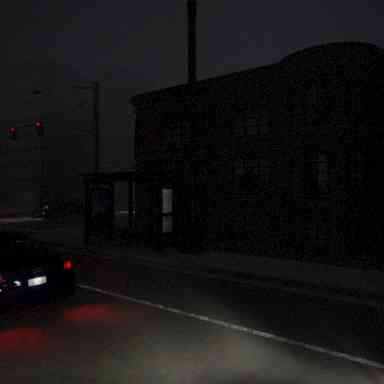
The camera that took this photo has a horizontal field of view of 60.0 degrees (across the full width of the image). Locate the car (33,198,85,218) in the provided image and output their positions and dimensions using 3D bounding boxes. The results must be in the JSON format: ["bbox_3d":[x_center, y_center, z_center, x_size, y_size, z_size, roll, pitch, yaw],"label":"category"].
[{"bbox_3d":[-12.007,1.352,30.301,2.097,1.767,4.553,0,0,36],"label":"car"}]

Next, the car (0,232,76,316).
[{"bbox_3d":[-4.388,1.564,7.129,4.181,1.385,1.994,0,0,36],"label":"car"}]
